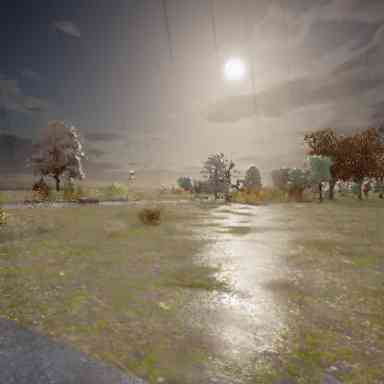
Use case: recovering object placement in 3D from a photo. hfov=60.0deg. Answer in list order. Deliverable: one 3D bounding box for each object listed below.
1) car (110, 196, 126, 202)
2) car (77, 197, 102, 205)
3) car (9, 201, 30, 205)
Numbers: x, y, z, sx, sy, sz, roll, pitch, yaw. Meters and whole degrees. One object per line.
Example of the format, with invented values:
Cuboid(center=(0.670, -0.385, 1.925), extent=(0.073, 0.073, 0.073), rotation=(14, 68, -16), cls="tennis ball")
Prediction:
Cuboid(center=(-17.384, 1.702, 78.552), extent=(1.994, 1.385, 4.181), rotation=(0, 0, 34), cls="car")
Cuboid(center=(-19.353, 1.608, 63.026), extent=(1.882, 1.535, 5.008), rotation=(0, 0, 34), cls="car")
Cuboid(center=(-30.079, 1.685, 59.624), extent=(1.895, 1.301, 4.718), rotation=(0, 0, 34), cls="car")
